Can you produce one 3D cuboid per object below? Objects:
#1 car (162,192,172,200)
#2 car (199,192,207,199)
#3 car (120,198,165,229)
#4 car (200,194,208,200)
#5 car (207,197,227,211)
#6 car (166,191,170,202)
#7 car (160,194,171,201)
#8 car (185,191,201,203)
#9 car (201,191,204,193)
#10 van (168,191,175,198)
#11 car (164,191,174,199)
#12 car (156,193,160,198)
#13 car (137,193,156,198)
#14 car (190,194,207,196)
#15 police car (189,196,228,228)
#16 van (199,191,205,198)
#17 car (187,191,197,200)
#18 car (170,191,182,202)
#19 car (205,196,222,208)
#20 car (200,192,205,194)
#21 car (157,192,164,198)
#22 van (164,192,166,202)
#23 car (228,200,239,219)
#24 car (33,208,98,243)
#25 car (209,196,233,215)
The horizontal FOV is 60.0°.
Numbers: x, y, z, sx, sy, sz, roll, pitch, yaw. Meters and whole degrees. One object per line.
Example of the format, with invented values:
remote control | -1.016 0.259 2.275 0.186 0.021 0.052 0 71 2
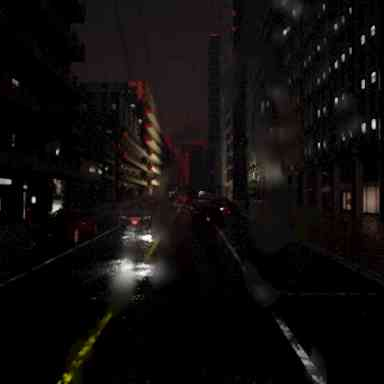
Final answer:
car | -5.626 0.925 76.441 1.967 1.590 4.097 1 0 0
car | 2.760 0.847 87.614 1.967 1.590 4.097 1 0 0
car | -3.087 1.357 20.384 2.128 1.511 4.902 0 0 0
car | 2.751 1.066 76.520 1.802 1.307 4.206 1 0 0
car | 2.728 1.295 37.684 1.887 1.381 4.507 1 0 0
car | -5.634 0.914 59.800 2.192 1.841 5.009 1 0 0
car | -5.632 1.074 70.895 2.008 1.369 4.403 1 0 0
car | 0.035 0.842 56.701 2.150 2.045 5.566 0 0 0
car | 2.745 1.084 65.593 1.752 1.417 4.829 1 0 0
van | -5.589 0.710 93.080 1.690 1.788 3.998 1 0 0
car | -5.624 0.762 81.986 2.192 1.841 5.009 1 0 0
car | -5.649 1.258 43.162 1.887 1.381 4.507 1 0 0
car | -5.651 1.191 37.613 1.967 1.590 4.097 1 0 0
car | 0.871 1.281 37.066 1.812 1.442 4.674 0 0 0
police car | 0.912 1.285 21.175 1.930 1.638 5.238 0 0 0
van | 2.766 0.709 93.161 1.690 1.788 3.998 1 0 0
car | 0.044 0.778 71.644 2.097 1.767 4.553 0 0 0
car | -3.002 0.941 61.311 2.097 1.767 4.553 0 0 1
car | 2.731 1.257 43.233 1.887 1.381 4.507 1 0 0
car | 2.738 1.187 54.328 2.008 1.369 4.403 1 0 0
car | -5.643 1.115 48.708 1.967 1.590 4.097 1 0 0
van | -5.638 0.978 54.254 1.690 1.788 3.998 1 0 0
car | 2.721 1.369 26.589 1.887 1.381 4.507 1 0 0
car | -5.666 1.443 15.428 1.887 1.381 4.507 1 0 0
car | 2.726 1.228 32.135 1.967 1.590 4.097 1 0 0
